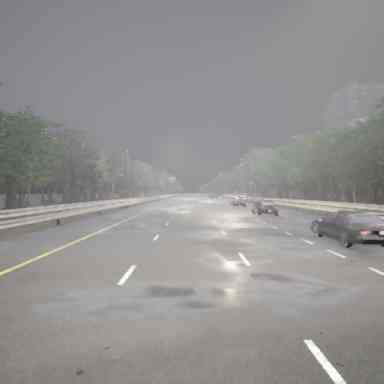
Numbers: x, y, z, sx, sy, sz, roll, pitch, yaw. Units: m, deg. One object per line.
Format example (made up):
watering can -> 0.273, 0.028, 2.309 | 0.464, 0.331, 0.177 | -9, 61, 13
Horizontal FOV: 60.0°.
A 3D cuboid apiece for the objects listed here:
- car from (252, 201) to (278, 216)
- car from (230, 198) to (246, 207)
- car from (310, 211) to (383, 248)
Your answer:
car -> 6.992, 1.546, 32.109 | 1.812, 1.442, 4.674 | 0, 0, 0
car -> 7.028, 1.634, 51.385 | 1.895, 1.301, 4.718 | 0, 0, 0
car -> 6.993, 1.549, 14.668 | 2.033, 1.411, 5.357 | 0, 0, 0
